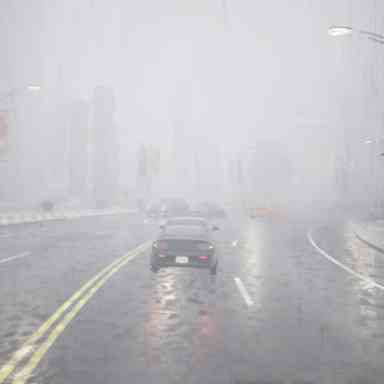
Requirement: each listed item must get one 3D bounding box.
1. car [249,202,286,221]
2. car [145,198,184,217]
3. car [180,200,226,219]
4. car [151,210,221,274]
[{"bbox_3d":[6.751,1.639,29.509,1.882,1.535,5.008,1,0,34],"label":"car"},{"bbox_3d":[-2.025,1.296,28.789,2.097,1.767,4.553,1,0,30],"label":"car"},{"bbox_3d":[1.186,1.588,27.462,1.994,1.385,4.181,1,0,30],"label":"car"},{"bbox_3d":[-0.126,1.520,10.561,1.812,1.442,4.674,1,0,3],"label":"car"}]
